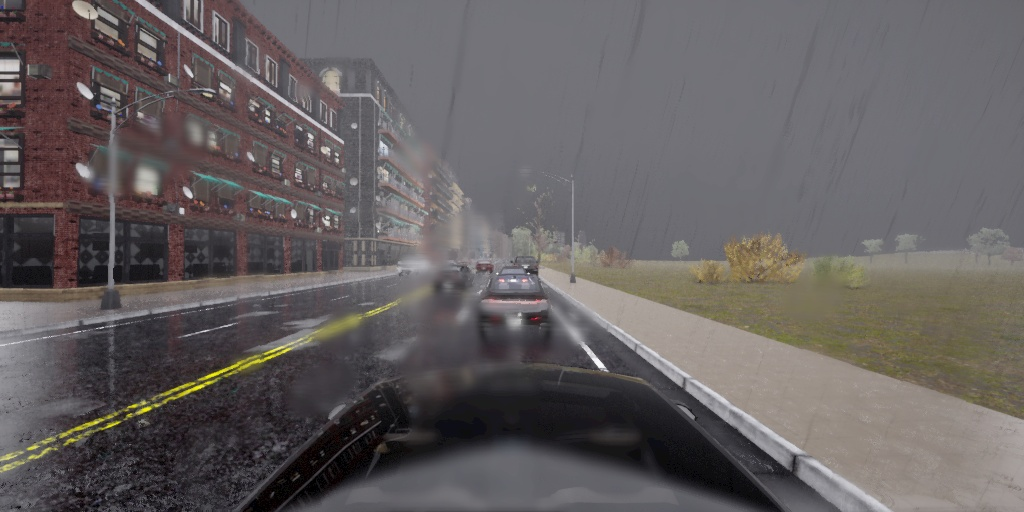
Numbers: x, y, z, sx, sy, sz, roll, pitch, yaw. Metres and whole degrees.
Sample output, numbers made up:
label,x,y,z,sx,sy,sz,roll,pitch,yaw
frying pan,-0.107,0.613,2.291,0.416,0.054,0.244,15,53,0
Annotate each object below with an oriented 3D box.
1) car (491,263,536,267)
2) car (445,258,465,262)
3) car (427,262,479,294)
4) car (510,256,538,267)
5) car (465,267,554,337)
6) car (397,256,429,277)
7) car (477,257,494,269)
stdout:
label,x,y,z,sx,sy,sz,roll,pitch,yaw
car,0.060,1.301,20.712,2.033,1.411,5.357,0,0,0
car,-6.689,1.231,39.165,1.882,1.535,5.008,0,0,0
car,-3.194,1.257,20.337,1.837,1.490,4.892,0,0,0
car,1.069,0.979,30.924,2.150,2.045,5.566,0,0,0
car,0.081,1.243,10.272,2.128,1.511,4.902,0,0,0
car,-9.933,0.975,36.621,2.150,2.045,5.566,0,0,0
car,-3.248,1.231,43.592,1.882,1.535,5.008,0,0,0
